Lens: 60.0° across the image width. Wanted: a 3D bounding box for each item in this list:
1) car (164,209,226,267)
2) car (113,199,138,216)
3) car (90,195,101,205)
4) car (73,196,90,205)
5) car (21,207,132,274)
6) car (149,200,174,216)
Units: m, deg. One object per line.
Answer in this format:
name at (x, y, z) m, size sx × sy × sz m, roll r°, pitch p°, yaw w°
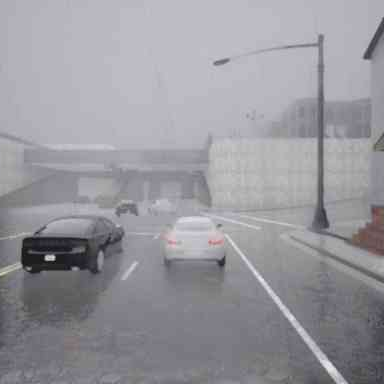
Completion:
car at (0.083, 1.505, 11.281) m, size 1.812 × 1.442 × 4.674 m, roll 0°, pitch 0°, yaw 0°
car at (-6.194, 1.434, 31.080) m, size 1.837 × 1.490 × 4.892 m, roll 0°, pitch 0°, yaw -17°
car at (-14.987, 1.218, 55.554) m, size 2.097 × 1.767 × 4.553 m, roll 0°, pitch 0°, yaw -1°
car at (-18.494, 1.350, 56.082) m, size 2.128 × 1.511 × 4.902 m, roll 0°, pitch 0°, yaw -1°
car at (-3.417, 1.452, 10.512) m, size 1.882 × 1.535 × 5.008 m, roll 0°, pitch 0°, yaw 0°
car at (-2.948, 1.458, 31.984) m, size 1.812 × 1.442 × 4.674 m, roll 0°, pitch 0°, yaw -17°
